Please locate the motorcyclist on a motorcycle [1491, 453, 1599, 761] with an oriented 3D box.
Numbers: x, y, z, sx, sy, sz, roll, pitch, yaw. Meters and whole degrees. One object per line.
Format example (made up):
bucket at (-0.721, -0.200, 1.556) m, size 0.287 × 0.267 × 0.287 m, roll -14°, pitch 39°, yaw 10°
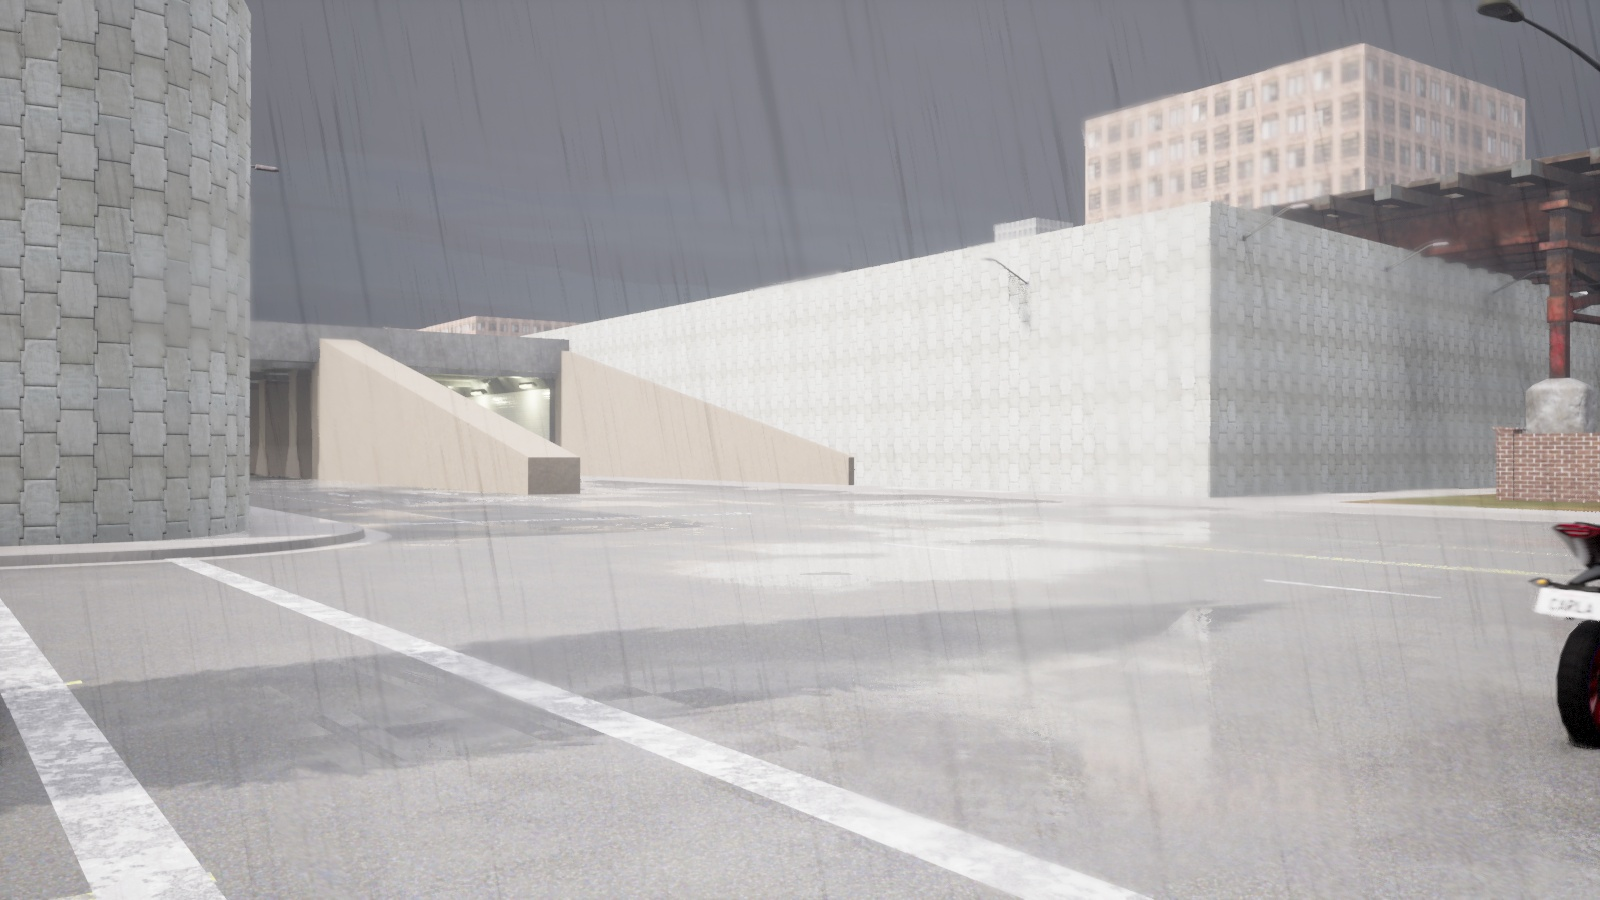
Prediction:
motorcyclist on a motorcycle at (4.873, 0.786, 6.938) m, size 2.191 × 1.530 × 0.866 m, roll 0°, pitch 0°, yaw -31°
